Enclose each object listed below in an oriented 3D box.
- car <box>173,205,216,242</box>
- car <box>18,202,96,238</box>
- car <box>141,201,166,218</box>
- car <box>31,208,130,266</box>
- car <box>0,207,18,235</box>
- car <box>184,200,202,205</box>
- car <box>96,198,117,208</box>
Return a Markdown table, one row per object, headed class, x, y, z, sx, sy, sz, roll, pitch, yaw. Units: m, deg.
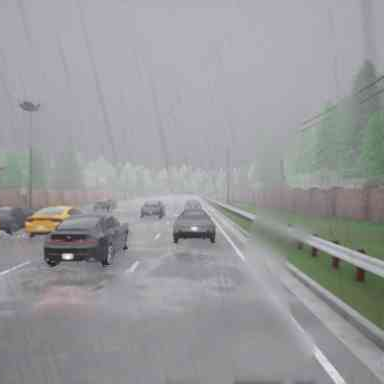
| class | x | y | z | sx | sy | sz | roll | pitch | yaw |
| --- | --- | --- | --- | --- | --- | --- | --- | --- | --- |
| car | 0.103 | 1.573 | 16.576 | 1.994 | 1.385 | 4.181 | 0 | 0 | 0 |
| car | -6.897 | 1.488 | 17.675 | 1.882 | 1.535 | 5.008 | 0 | 0 | 0 |
| car | -3.394 | 1.508 | 29.862 | 2.128 | 1.511 | 4.902 | 0 | 0 | 0 |
| car | -3.398 | 1.511 | 11.510 | 1.837 | 1.490 | 4.892 | 0 | 0 | 0 |
| car | -10.396 | 1.558 | 19.057 | 2.033 | 1.411 | 5.357 | 0 | 0 | 0 |
| car | 0.106 | 1.566 | 35.127 | 2.033 | 1.411 | 5.357 | 0 | 0 | 0 |
| car | -10.393 | 1.527 | 40.077 | 1.837 | 1.490 | 4.892 | 0 | 0 | 0 |
